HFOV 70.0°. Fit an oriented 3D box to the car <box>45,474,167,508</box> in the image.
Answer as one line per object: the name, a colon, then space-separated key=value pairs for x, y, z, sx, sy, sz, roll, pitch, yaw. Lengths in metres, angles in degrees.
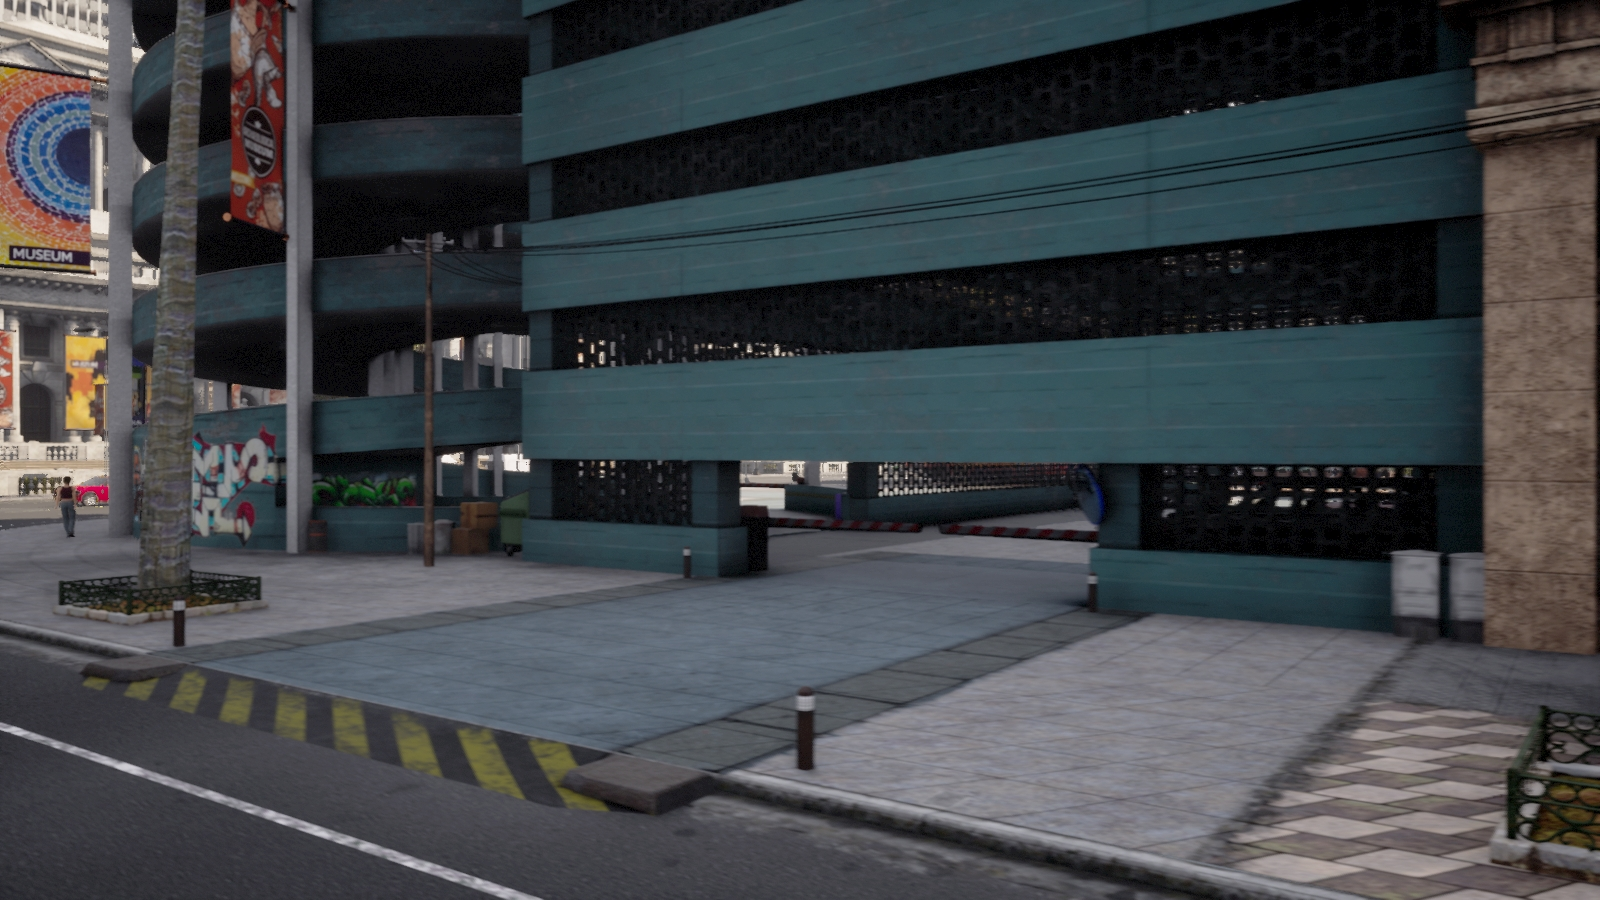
car: x=-35.065 y=2.029 z=57.898 sx=2.097 sy=1.535 sz=5.006 roll=0 pitch=0 yaw=23

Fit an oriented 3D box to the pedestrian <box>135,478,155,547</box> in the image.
pedestrian: x=-17.840 y=1.693 z=31.122 sx=0.375 sy=1.860 sz=0.375 roll=0 pitch=0 yaw=45

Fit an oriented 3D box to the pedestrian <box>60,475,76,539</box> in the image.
pedestrian: x=-21.858 y=1.693 z=34.105 sx=0.375 sy=1.860 sz=0.375 roll=0 pitch=0 yaw=-27

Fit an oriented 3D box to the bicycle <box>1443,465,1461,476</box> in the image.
bicycle: x=71.660 y=2.205 z=125.546 sx=1.643 sy=1.196 sz=0.373 roll=0 pitch=0 yaw=35
